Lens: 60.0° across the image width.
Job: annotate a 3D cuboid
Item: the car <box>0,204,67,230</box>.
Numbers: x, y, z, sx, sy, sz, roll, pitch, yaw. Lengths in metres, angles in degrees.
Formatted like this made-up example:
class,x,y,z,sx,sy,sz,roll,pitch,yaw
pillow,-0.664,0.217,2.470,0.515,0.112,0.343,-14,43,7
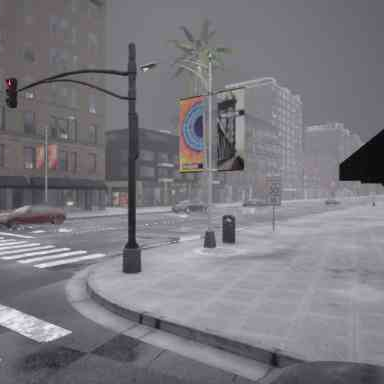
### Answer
class,x,y,z,sx,sy,sz,roll,pitch,yaw
car,-10.410,1.537,21.544,1.812,1.442,4.674,0,0,35

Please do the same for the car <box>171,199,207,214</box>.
class,x,y,z,sx,sy,sz,roll,pitch,yaw
car,-0.266,1.549,35.937,1.837,1.490,4.892,0,-1,35

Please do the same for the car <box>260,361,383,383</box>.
class,x,y,z,sx,sy,sz,roll,pitch,yaw
car,2.171,1.551,1.302,4.403,1.369,2.008,0,0,35

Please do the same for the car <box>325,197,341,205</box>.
class,x,y,z,sx,sy,sz,roll,pitch,yaw
car,26.315,1.710,62.095,1.994,1.385,4.181,0,0,35

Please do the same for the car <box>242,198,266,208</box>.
class,x,y,z,sx,sy,sz,roll,pitch,yaw
car,9.408,1.629,49.586,2.033,1.411,5.357,0,0,36
